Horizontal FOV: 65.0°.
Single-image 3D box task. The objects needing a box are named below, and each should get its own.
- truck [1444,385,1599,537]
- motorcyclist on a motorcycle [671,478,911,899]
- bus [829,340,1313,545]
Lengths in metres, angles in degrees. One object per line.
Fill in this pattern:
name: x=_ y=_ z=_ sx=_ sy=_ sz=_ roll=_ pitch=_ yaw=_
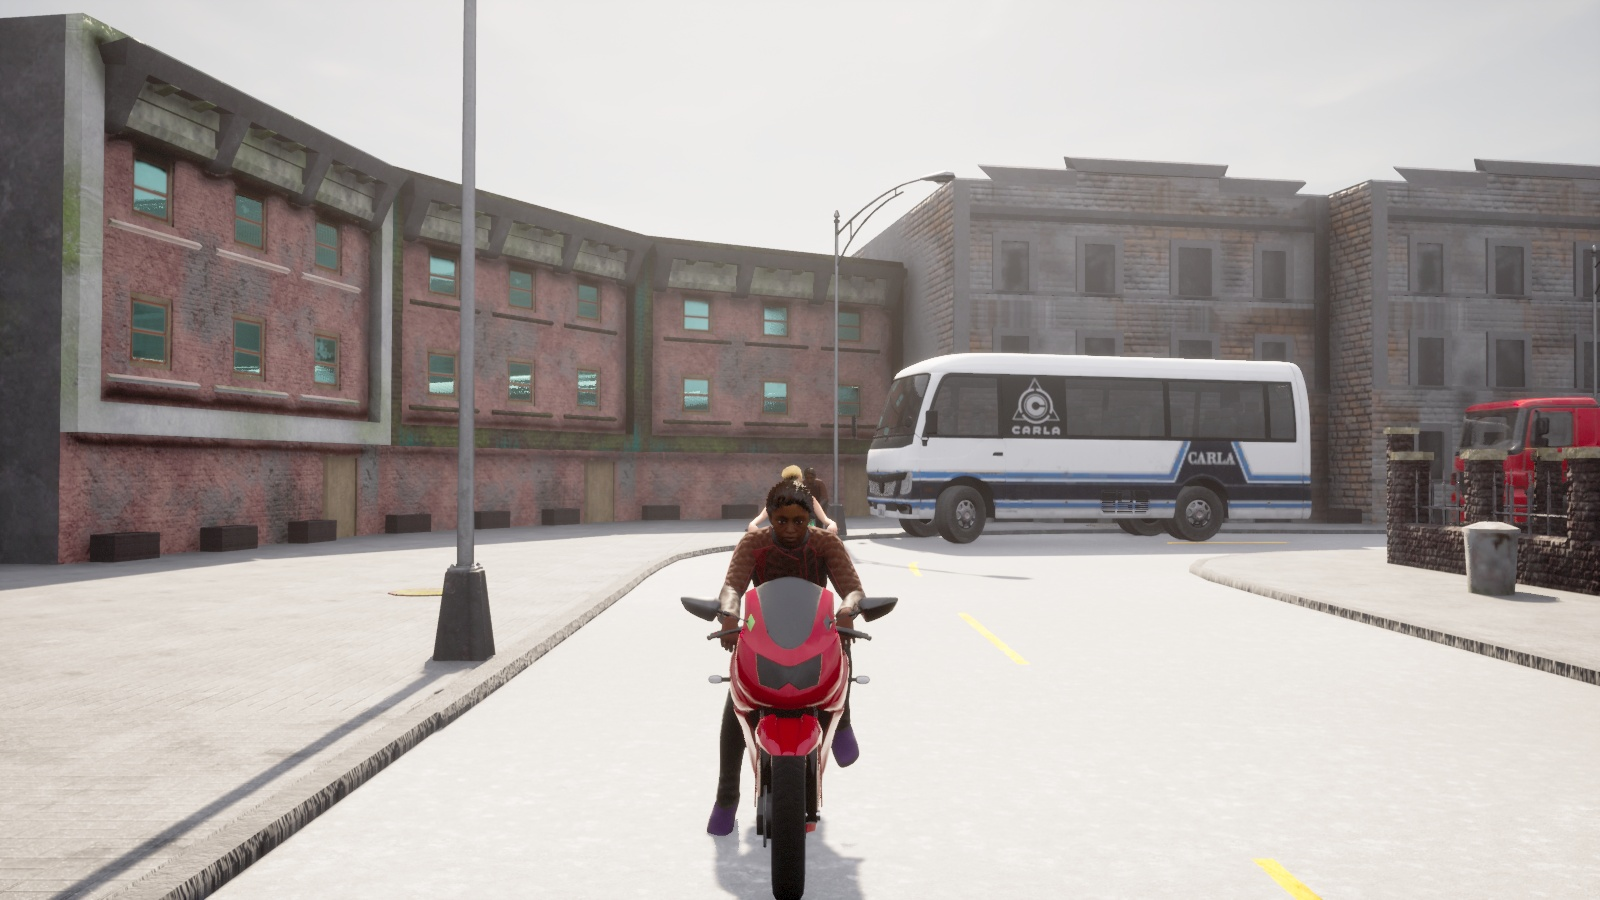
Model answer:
truck: x=20.233 y=0.256 z=30.218 sx=7.936 sy=3.462 sz=2.891 roll=0 pitch=-1 yaw=0
motorcyclist on a motorcycle: x=-0.036 y=0.884 z=5.210 sx=0.797 sy=1.523 sz=2.044 roll=0 pitch=-1 yaw=0
bus: x=6.136 y=-0.096 z=29.191 sx=10.273 sy=4.253 sz=3.944 roll=0 pitch=-1 yaw=-13
